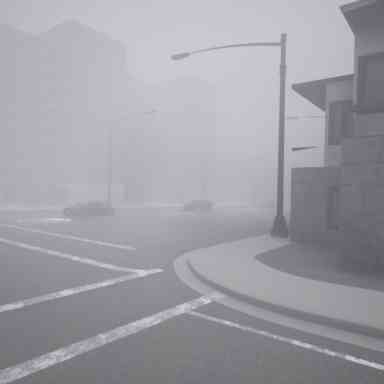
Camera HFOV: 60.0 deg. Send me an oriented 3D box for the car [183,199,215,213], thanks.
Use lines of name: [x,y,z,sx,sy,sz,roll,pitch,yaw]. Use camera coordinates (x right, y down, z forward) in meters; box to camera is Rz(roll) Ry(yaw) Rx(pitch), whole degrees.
car: [0.875,1.622,39.332,1.837,1.490,4.892,2,0,37]

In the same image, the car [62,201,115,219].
car: [-8.279,1.398,26.986,1.994,1.385,4.181,2,0,37]

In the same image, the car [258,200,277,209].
car: [12.691,2.010,55.115,2.128,1.511,4.902,2,0,37]
